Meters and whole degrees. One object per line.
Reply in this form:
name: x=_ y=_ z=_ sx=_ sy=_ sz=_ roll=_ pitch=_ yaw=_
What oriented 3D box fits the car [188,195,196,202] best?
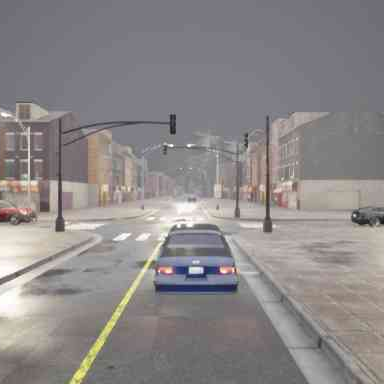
car: x=0.002 y=1.527 z=75.819 sx=1.882 sy=1.535 sz=5.008 roll=0 pitch=0 yaw=0

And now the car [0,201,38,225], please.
car: x=-13.472 y=1.390 z=23.602 sx=4.553 sy=1.767 sz=2.097 roll=0 pitch=0 yaw=-1

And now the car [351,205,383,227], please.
car: x=12.351 y=1.516 z=21.002 sx=4.313 sy=1.339 sz=1.947 roll=0 pitch=0 yaw=0

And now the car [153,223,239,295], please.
car: x=0.080 y=1.547 z=8.885 sx=2.033 sy=1.411 sz=5.357 roll=0 pitch=0 yaw=0
